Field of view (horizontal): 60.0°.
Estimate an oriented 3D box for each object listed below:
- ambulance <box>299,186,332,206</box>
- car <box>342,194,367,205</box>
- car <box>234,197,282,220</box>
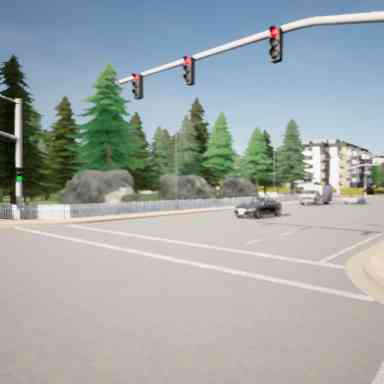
[{"bbox_3d":[15.873,0.429,42.645,2.351,2.431,6.366,1,1,41],"label":"ambulance"},{"bbox_3d":[21.341,0.992,43.699,1.895,1.301,4.718,1,1,41],"label":"car"},{"bbox_3d":[5.008,1.151,24.912,2.128,1.511,4.902,1,1,41],"label":"car"}]
